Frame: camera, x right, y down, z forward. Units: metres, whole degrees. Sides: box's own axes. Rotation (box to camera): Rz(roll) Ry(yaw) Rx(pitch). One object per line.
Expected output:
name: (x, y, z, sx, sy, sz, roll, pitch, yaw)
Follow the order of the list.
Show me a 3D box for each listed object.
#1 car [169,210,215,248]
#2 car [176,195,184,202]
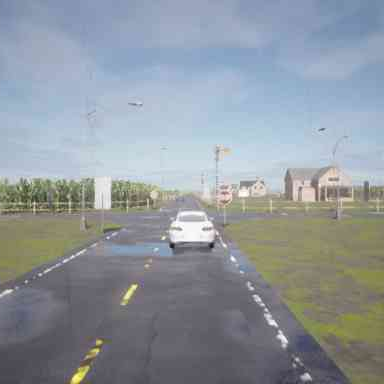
car: (0.000, 1.535, 14.650, 1.812, 1.442, 4.674, 0, 0, 0)
car: (-2.750, 1.544, 78.339, 1.882, 1.535, 5.008, 0, 0, 0)
